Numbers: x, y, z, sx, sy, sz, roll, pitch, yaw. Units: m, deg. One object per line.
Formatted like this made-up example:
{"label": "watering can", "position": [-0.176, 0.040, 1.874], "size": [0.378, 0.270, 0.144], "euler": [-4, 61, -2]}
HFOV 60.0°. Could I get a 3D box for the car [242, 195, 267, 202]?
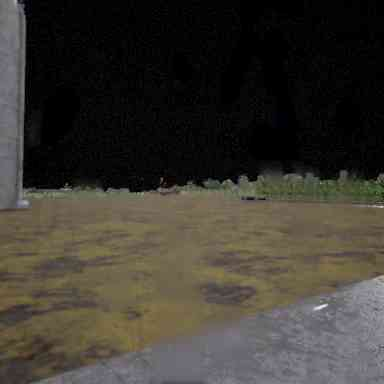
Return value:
{"label": "car", "position": [11.522, 1.160, 61.504], "size": [1.895, 1.301, 4.718], "euler": [1, -1, -35]}
